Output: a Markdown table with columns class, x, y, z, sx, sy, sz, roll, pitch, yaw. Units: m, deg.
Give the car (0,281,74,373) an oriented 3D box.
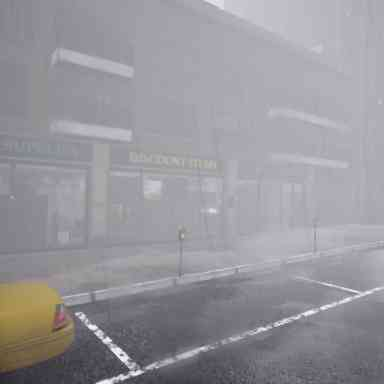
| class | x | y | z | sx | sy | sz | roll | pitch | yaw |
| --- | --- | --- | --- | --- | --- | --- | --- | --- | --- |
| car | -3.789 | 1.525 | 3.368 | 4.829 | 1.417 | 1.752 | 0 | 2 | -35 |
